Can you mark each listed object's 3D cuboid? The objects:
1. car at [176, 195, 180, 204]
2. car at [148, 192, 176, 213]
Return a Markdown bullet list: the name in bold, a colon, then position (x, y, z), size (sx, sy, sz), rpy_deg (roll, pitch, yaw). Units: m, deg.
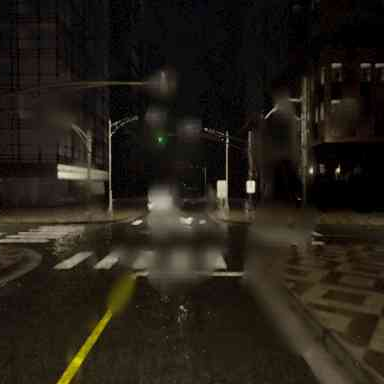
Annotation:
- **car**: position (-3.042, 1.157, 55.256), size (1.837, 1.490, 4.892), rpy_deg (0, 0, 0)
- **car**: position (-3.099, 1.016, 33.643), size (2.150, 2.045, 5.566), rpy_deg (0, 0, 0)
